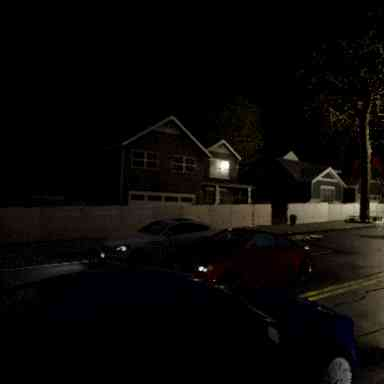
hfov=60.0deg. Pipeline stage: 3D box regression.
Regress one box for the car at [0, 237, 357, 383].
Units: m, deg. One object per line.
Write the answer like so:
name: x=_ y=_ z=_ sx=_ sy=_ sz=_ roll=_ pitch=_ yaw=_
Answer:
car: x=-0.394 y=1.499 z=3.155 sx=5.008 sy=1.535 sz=1.882 roll=1 pitch=-1 yaw=-35

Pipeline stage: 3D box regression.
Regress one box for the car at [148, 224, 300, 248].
car: x=1.261 y=1.653 z=8.573 sx=4.181 sy=1.385 sz=1.994 roll=1 pitch=-1 yaw=-35

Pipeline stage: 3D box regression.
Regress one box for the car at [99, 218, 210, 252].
car: x=-0.724 y=1.614 z=11.150 sx=4.674 sy=1.442 sz=1.812 roll=1 pitch=-1 yaw=-35
